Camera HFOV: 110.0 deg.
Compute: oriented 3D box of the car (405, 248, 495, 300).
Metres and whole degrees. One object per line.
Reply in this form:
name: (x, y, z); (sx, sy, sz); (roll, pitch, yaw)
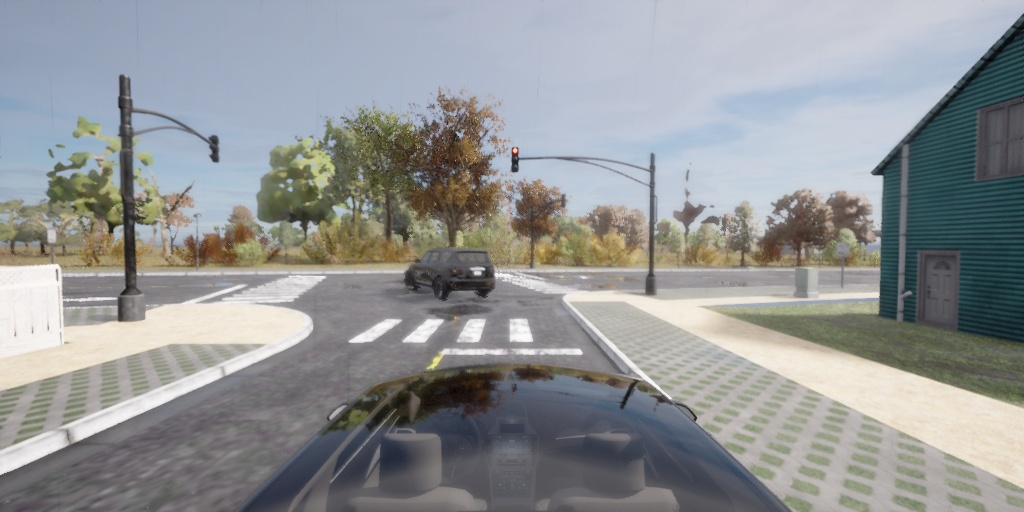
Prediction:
car: (-2.880, 0.687, 15.943); (2.150, 2.045, 5.566); (1, 1, -35)
